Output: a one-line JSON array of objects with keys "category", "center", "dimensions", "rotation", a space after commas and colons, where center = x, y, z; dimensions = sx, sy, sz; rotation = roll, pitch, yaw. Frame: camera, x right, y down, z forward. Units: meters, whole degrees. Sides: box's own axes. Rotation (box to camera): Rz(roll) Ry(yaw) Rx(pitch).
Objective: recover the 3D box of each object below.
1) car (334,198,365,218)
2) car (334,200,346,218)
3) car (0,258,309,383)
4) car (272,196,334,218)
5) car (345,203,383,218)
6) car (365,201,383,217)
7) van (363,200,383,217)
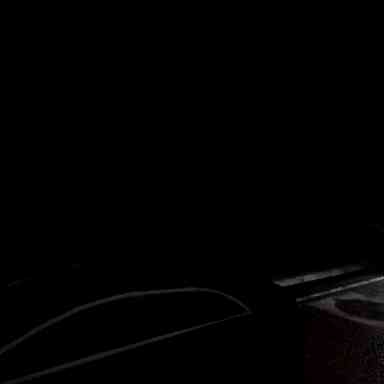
[{"category": "car", "center": [14.900, 1.621, 35.700], "dimensions": [2.435, 2.045, 5.566], "rotation": [2, -1, -34]}, {"category": "car", "center": [12.571, 1.775, 34.147], "dimensions": [2.231, 1.521, 4.892], "rotation": [2, -1, -34]}, {"category": "car", "center": [-1.053, 1.473, 3.027], "dimensions": [4.902, 1.511, 2.128], "rotation": [1, 0, -33]}, {"category": "car", "center": [10.385, 1.433, 32.632], "dimensions": [2.435, 2.045, 5.566], "rotation": [2, -1, -34]}, {"category": "car", "center": [21.716, 2.216, 40.548], "dimensions": [1.946, 1.575, 5.366], "rotation": [3, -1, -34]}, {"category": "car", "center": [19.511, 2.098, 39.064], "dimensions": [1.946, 1.575, 5.366], "rotation": [3, -1, -34]}, {"category": "van", "center": [24.210, 2.125, 41.860], "dimensions": [1.878, 1.987, 4.442], "rotation": [3, -1, -34]}]
